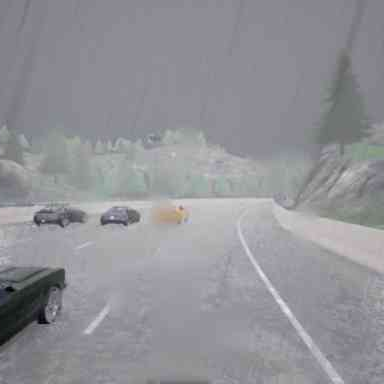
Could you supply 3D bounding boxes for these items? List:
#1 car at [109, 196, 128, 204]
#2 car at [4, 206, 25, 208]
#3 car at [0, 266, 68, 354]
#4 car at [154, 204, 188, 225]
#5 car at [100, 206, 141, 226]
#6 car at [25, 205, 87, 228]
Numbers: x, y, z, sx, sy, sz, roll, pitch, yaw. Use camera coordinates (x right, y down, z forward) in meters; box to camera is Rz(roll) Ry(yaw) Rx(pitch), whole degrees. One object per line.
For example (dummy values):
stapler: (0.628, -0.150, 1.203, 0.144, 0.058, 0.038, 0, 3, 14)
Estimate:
car: (-17.041, 1.857, 77.207, 2.097, 1.767, 4.553, 0, 0, 20)
car: (-18.035, 1.731, 34.541, 1.994, 1.385, 4.181, 0, -1, 10)
car: (-3.322, 1.615, 4.255, 1.895, 1.301, 4.718, 0, 0, 1)
car: (-1.539, 1.681, 25.847, 1.882, 1.535, 5.008, 0, 0, 8)
car: (-5.207, 1.734, 24.753, 1.994, 1.385, 4.181, 0, 0, 8)
car: (-8.952, 1.624, 23.077, 2.128, 1.511, 4.902, 0, 0, 7)
